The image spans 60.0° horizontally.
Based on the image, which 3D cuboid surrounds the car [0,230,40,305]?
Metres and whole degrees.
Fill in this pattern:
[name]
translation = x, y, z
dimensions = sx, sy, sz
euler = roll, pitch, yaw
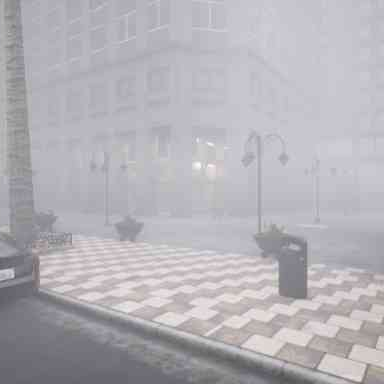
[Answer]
[car]
translation = -5.249, 1.513, 7.203
dimensions = 4.786, 1.482, 2.161
euler = 0, 0, 35
